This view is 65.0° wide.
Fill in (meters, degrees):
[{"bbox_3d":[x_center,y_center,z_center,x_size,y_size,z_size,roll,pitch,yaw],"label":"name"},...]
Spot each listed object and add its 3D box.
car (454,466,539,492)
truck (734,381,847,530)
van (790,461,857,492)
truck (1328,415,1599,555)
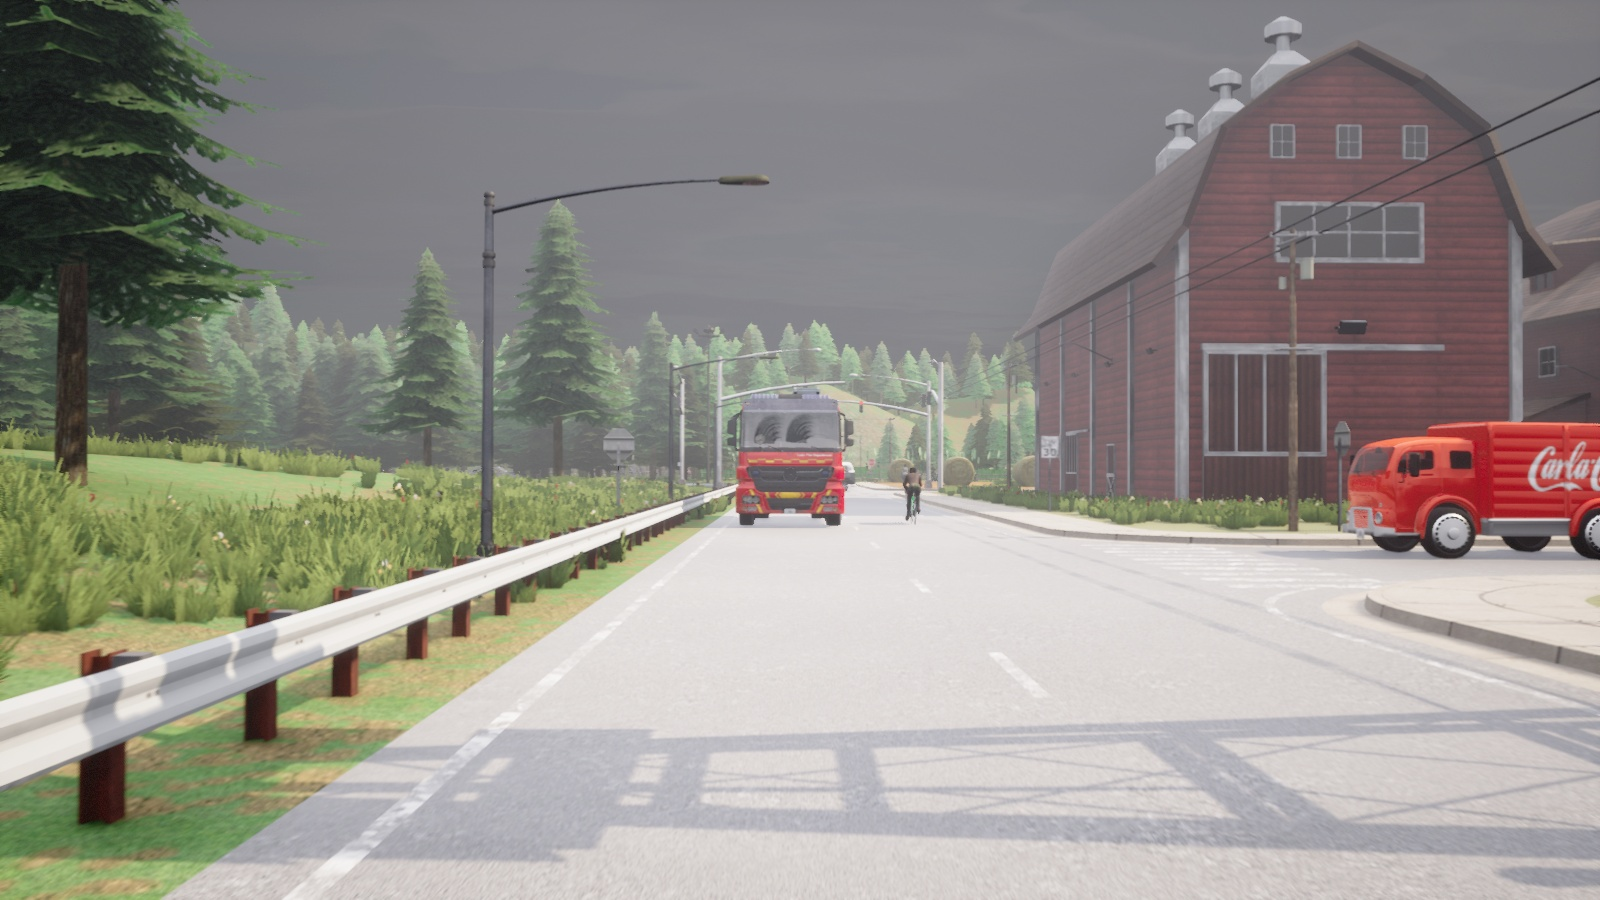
[{"bbox_3d":[-19.780,1.884,82.065,5.027,1.651,2.152,0,-1,-1],"label":"car"},{"bbox_3d":[-0.269,0.203,36.648,2.891,3.827,8.468,0,-1,0],"label":"truck"},{"bbox_3d":[1.583,1.817,86.104,4.480,2.038,2.069,0,-1,-1],"label":"van"},{"bbox_3d":[13.042,0.630,23.495,5.204,2.467,2.627,0,-1,-2],"label":"truck"}]
